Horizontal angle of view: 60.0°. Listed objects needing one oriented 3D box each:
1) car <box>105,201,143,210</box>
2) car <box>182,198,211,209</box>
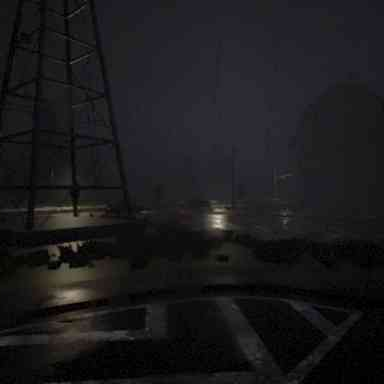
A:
[{"bbox_3d":[-7.207,1.628,35.436,1.994,1.385,4.181,0,0,40],"label":"car"},{"bbox_3d":[0.711,1.535,45.038,2.128,1.511,4.902,0,0,40],"label":"car"}]
